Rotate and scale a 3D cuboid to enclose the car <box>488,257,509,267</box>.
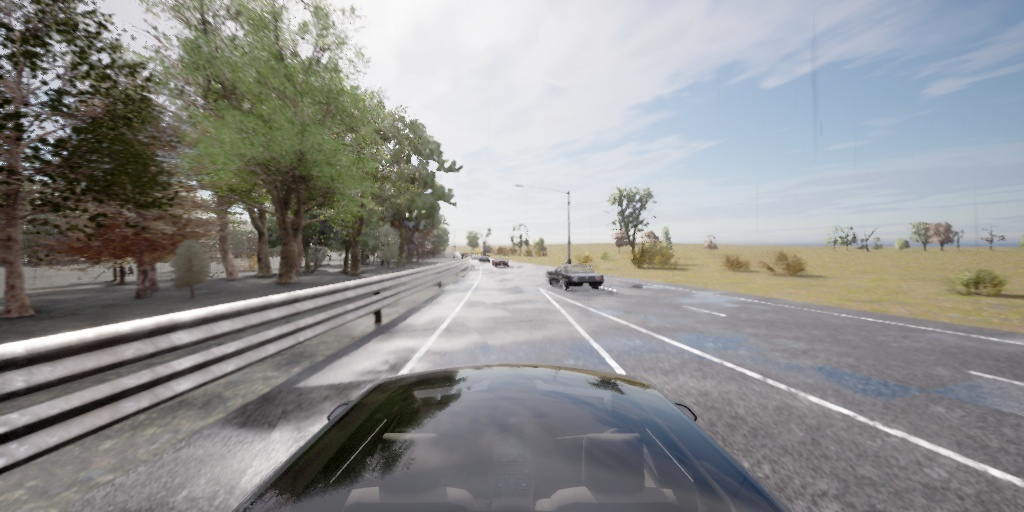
[{"bbox_3d":[-1.691,0.838,49.313,1.895,1.301,4.718,-1,1,-10],"label":"car"}]

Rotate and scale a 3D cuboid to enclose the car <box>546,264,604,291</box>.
[{"bbox_3d":[3.279,1.114,19.761,1.895,1.301,4.718,-1,1,-10],"label":"car"}]
